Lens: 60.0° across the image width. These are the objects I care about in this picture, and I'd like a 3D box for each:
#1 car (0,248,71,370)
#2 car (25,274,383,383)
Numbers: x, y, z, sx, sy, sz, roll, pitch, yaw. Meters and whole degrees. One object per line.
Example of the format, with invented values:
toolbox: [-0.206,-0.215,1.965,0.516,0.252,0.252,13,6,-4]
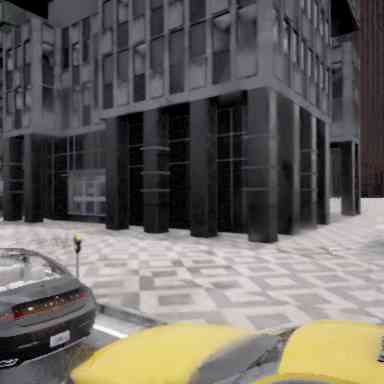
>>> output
car: [-3.413,1.600,5.396,4.403,1.369,2.008,-1,0,36]
car: [1.036,1.528,2.221,4.829,1.417,1.752,-1,0,36]
